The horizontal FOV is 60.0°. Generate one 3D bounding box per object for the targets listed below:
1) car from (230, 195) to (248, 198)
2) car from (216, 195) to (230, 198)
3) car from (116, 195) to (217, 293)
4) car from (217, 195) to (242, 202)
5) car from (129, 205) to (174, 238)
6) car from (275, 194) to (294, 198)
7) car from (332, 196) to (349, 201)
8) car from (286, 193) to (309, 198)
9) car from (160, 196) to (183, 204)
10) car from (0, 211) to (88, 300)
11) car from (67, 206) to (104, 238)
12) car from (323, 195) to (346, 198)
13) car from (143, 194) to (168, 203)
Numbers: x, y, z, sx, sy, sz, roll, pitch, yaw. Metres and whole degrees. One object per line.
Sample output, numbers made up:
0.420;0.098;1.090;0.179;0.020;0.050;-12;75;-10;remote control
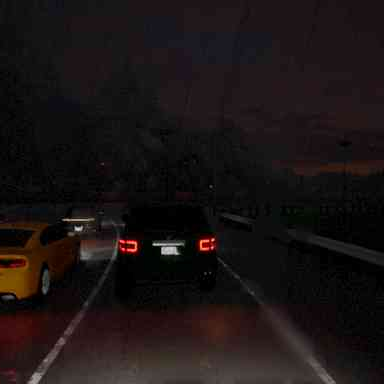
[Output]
10.203;1.540;70.298;5.357;1.411;2.033;0;0;-20;car
3.593;1.547;60.521;5.357;1.411;2.033;0;0;-20;car
-0.759;1.221;9.071;2.150;2.045;5.566;0;0;-7;car
8.255;1.478;73.312;5.008;1.535;1.882;0;0;-20;car
-2.512;1.547;19.111;2.033;1.411;5.357;0;0;-13;car
17.218;1.563;65.447;4.181;1.385;1.994;0;0;-20;car
37.373;1.595;83.638;4.718;1.301;1.895;0;0;-38;car
24.433;1.355;75.736;4.553;1.767;2.097;0;0;-23;car
-4.005;1.563;65.181;4.181;1.385;1.994;0;0;-20;car
-4.167;1.478;8.343;1.882;1.535;5.008;0;0;-6;car
-5.773;1.492;17.586;2.128;1.511;4.902;0;0;-14;car
31.177;1.478;71.267;5.008;1.535;1.882;0;0;-27;car
-7.407;1.353;67.628;4.553;1.767;2.097;0;0;-20;car
